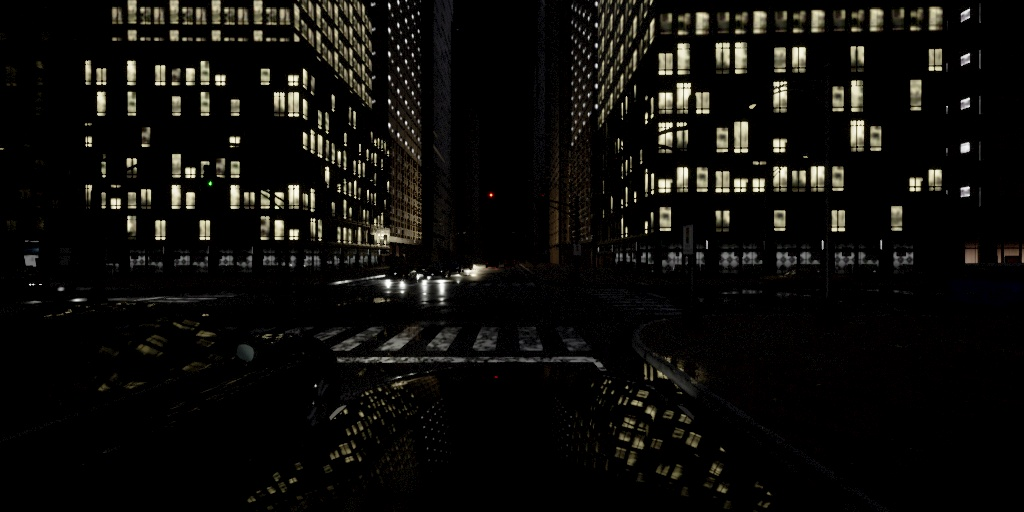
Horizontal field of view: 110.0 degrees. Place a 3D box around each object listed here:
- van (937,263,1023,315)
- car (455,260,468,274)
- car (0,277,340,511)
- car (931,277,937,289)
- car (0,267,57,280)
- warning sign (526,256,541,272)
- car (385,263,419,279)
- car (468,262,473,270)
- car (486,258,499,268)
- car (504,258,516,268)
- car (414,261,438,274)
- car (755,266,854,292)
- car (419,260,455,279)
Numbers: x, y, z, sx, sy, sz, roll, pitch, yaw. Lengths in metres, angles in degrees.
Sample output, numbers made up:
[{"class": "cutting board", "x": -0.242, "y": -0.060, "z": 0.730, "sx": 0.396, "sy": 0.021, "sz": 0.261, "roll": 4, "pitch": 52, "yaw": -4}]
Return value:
[{"class": "van", "x": 18.289, "y": 1.119, "z": 12.786, "sx": 3.998, "sy": 1.789, "sz": 1.690, "roll": 0, "pitch": 0, "yaw": 2}, {"class": "car", "x": -6.862, "y": 1.277, "z": 42.837, "sx": 1.882, "sy": 1.535, "sz": 5.008, "roll": 0, "pitch": 0, "yaw": 0}, {"class": "car", "x": -3.155, "y": 1.102, "z": 2.569, "sx": 2.097, "sy": 1.767, "sz": 4.553, "roll": 0, "pitch": 0, "yaw": 0}, {"class": "car", "x": 26.803, "y": 1.356, "z": 20.528, "sx": 4.207, "sy": 1.307, "sz": 1.802, "roll": 0, "pitch": 0, "yaw": 2}, {"class": "car", "x": -23.088, "y": 1.250, "z": 16.399, "sx": 4.902, "sy": 1.511, "sz": 2.128, "roll": 0, "pitch": 0, "yaw": 0}, {"class": "warning sign", "x": 2.600, "y": 0.910, "z": 40.844, "sx": 1.300, "sy": 1.860, "sz": 1.060, "roll": 0, "pitch": 0, "yaw": 0}, {"class": "car", "x": -10.049, "y": 1.343, "z": 32.807, "sx": 1.994, "sy": 1.385, "sz": 4.181, "roll": 0, "pitch": 0, "yaw": 0}, {"class": "car", "x": -6.913, "y": 1.389, "z": 52.815, "sx": 1.994, "sy": 1.385, "sz": 4.181, "roll": 0, "pitch": 0, "yaw": 0}, {"class": "car", "x": -3.541, "y": 1.214, "z": 63.660, "sx": 2.097, "sy": 1.767, "sz": 4.553, "roll": 0, "pitch": 0, "yaw": -1}, {"class": "car", "x": -0.397, "y": 1.426, "z": 63.840, "sx": 1.994, "sy": 1.385, "sz": 4.181, "roll": 0, "pitch": 0, "yaw": 0}, {"class": "car", "x": -10.115, "y": 1.362, "z": 42.414, "sx": 1.994, "sy": 1.385, "sz": 4.181, "roll": 0, "pitch": 0, "yaw": -1}, {"class": "car", "x": 16.966, "y": 1.293, "z": 20.949, "sx": 4.829, "sy": 1.417, "sz": 1.751, "roll": 0, "pitch": 0, "yaw": 2}, {"class": "car", "x": -6.798, "y": 1.305, "z": 32.963, "sx": 1.812, "sy": 1.442, "sz": 4.674, "roll": 0, "pitch": 0, "yaw": 0}]
